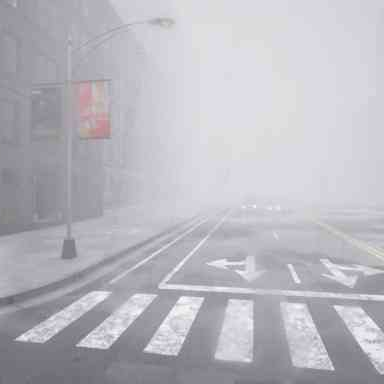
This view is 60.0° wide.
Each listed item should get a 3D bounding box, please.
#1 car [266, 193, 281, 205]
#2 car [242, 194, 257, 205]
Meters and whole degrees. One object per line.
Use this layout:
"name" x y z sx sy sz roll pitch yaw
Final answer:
"car" 11.340 0.956 46.570 2.128 1.511 4.902 0 1 10
"car" 8.144 0.990 47.160 1.812 1.442 4.674 0 1 10
